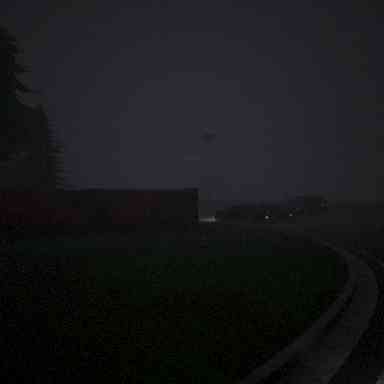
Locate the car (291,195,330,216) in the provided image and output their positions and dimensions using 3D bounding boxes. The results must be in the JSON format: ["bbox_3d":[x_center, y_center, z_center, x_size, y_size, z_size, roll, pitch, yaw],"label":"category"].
[{"bbox_3d":[11.313,1.383,34.361,2.150,2.045,5.566,0,0,-44],"label":"car"}]

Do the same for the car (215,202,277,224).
[{"bbox_3d":[3.980,1.674,26.839,1.837,1.490,4.892,0,0,-44],"label":"car"}]

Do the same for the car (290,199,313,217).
[{"bbox_3d":[8.732,1.691,31.976,1.812,1.442,4.674,0,-1,-44],"label":"car"}]

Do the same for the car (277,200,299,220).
[{"bbox_3d":[6.491,1.670,29.277,1.837,1.490,4.892,0,0,-44],"label":"car"}]
